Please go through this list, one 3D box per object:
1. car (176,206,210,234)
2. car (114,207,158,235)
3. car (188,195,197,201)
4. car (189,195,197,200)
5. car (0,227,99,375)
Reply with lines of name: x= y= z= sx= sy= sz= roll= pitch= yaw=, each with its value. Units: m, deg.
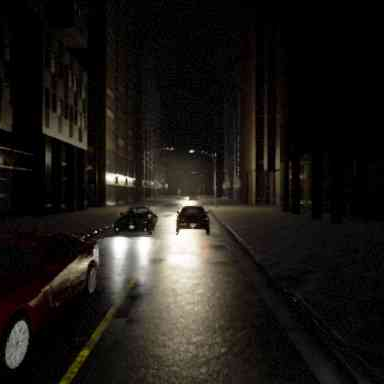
car: x=0.042 y=1.518 z=19.208 sx=1.812 sy=1.442 sz=4.674 roll=0 pitch=0 yaw=0
car: x=-3.038 y=1.548 z=18.672 sx=1.994 sy=1.385 sz=4.181 roll=0 pitch=0 yaw=0
car: x=0.188 y=1.416 z=79.439 sx=1.882 sy=1.535 sz=5.008 roll=0 pitch=0 yaw=0
car: x=0.212 y=1.406 z=89.867 sx=1.994 sy=1.385 sz=4.181 roll=0 pitch=0 yaw=0
car: x=-3.089 y=1.469 z=5.776 sx=1.882 sy=1.535 sz=5.008 roll=0 pitch=0 yaw=0
